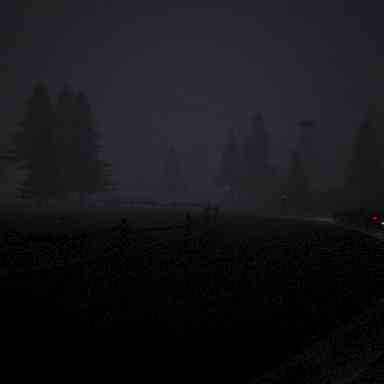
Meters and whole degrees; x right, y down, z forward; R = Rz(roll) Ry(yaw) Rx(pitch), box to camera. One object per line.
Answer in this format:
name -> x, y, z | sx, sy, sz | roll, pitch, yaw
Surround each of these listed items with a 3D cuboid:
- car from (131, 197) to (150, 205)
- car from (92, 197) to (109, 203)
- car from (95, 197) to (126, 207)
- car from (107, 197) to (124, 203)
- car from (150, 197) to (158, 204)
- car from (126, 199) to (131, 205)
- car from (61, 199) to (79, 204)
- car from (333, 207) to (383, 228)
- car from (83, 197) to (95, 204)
car -> -10.579, 1.676, 62.897 | 1.882, 1.535, 5.008 | 0, 0, -42
car -> -20.274, 1.757, 73.436 | 1.994, 1.385, 4.181 | 0, 0, -42
car -> -13.702, 1.651, 55.922 | 2.128, 1.511, 4.902 | 0, 0, -42
car -> -17.517, 1.774, 75.604 | 1.994, 1.385, 4.181 | 0, 0, -42
car -> -8.814, 1.695, 66.160 | 1.882, 1.535, 5.008 | 0, -1, -42
car -> -13.760, 1.686, 61.194 | 1.837, 1.490, 4.892 | 0, 0, -42
car -> -25.201, 1.523, 68.460 | 2.097, 1.767, 4.553 | 0, 0, -42
car -> 12.054, 1.732, 23.643 | 1.895, 1.301, 4.718 | 0, 0, -7
car -> -22.862, 1.541, 71.089 | 2.097, 1.767, 4.553 | 0, 0, -42
